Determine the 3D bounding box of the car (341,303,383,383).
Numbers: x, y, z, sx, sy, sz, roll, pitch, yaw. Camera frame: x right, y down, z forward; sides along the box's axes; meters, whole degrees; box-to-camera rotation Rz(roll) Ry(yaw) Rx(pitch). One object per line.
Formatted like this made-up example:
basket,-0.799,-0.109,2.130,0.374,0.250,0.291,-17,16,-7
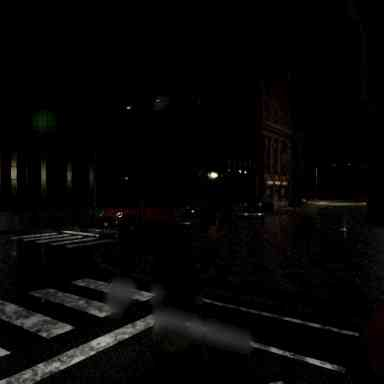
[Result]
car,3.534,1.221,1.168,5.566,2.045,2.150,0,0,36

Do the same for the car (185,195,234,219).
car,1.686,1.256,29.800,2.150,2.045,5.566,0,0,36

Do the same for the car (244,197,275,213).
car,7.806,1.399,38.293,2.097,1.767,4.553,0,0,36

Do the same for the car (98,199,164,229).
car,-3.920,1.376,21.976,2.097,1.767,4.553,0,0,35

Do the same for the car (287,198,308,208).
car,15.657,1.631,49.118,1.994,1.385,4.181,0,0,37
